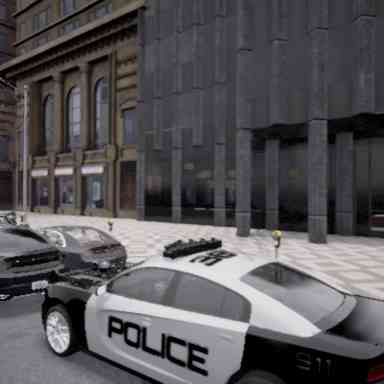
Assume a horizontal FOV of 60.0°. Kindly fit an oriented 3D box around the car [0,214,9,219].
[{"bbox_3d":[-8.322,1.505,12.765,4.097,1.590,1.967,0,0,36],"label":"car"}]

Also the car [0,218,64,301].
[{"bbox_3d":[-4.896,1.548,7.872,4.892,1.490,1.837,0,-1,36],"label":"car"}]

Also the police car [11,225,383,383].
[{"bbox_3d":[-0.103,1.460,4.447,5.238,1.638,1.930,0,-1,36],"label":"police car"}]
